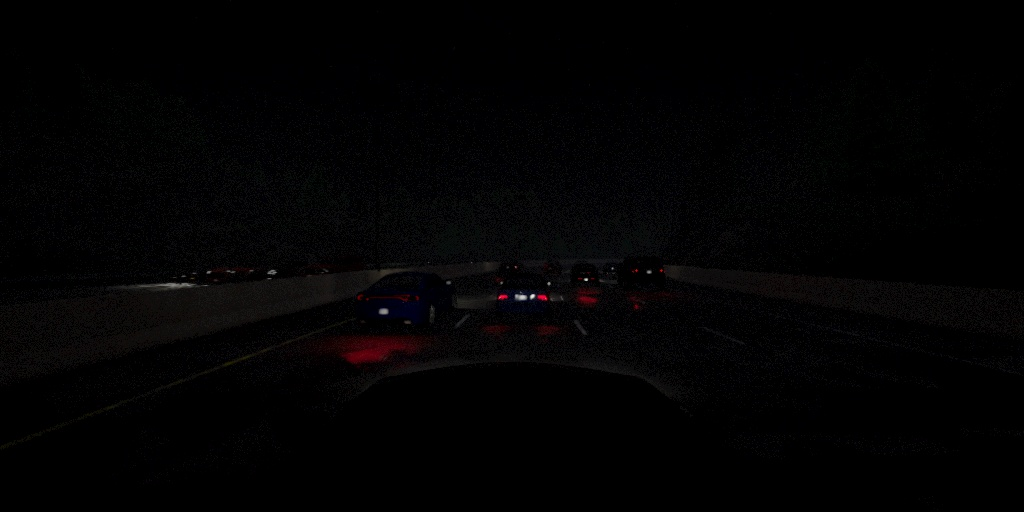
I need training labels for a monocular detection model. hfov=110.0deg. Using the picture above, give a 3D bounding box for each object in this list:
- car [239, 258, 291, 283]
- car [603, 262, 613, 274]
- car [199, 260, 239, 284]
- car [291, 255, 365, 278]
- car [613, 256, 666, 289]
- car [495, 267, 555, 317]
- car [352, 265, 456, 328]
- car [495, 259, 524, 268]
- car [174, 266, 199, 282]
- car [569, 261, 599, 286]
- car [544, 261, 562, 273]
[{"bbox_3d":[-16.150,1.061,25.243,2.097,1.767,4.553,0,0,7],"label":"car"},{"bbox_3d":[11.974,1.408,42.924,1.994,1.385,4.181,0,0,13],"label":"car"},{"bbox_3d":[-19.563,1.049,26.216,2.097,1.767,4.553,0,0,7],"label":"car"},{"bbox_3d":[-12.621,0.946,25.599,2.150,2.045,5.566,0,0,7],"label":"car"},{"bbox_3d":[8.456,1.032,23.815,2.150,2.045,5.566,0,0,7],"label":"car"},{"bbox_3d":[0.474,1.312,13.368,2.033,1.411,5.357,0,0,4],"label":"car"},{"bbox_3d":[-3.097,1.225,11.440,1.882,1.535,5.008,0,0,3],"label":"car"},{"bbox_3d":[-0.001,1.140,37.325,2.097,1.767,4.553,0,0,10],"label":"car"},{"bbox_3d":[-22.960,1.248,27.300,1.994,1.385,4.181,0,0,7],"label":"car"},{"bbox_3d":[5.274,1.304,26.194,1.837,1.490,4.892,0,0,8],"label":"car"},{"bbox_3d":[5.100,1.295,44.528,1.882,1.535,5.008,0,0,13],"label":"car"}]
